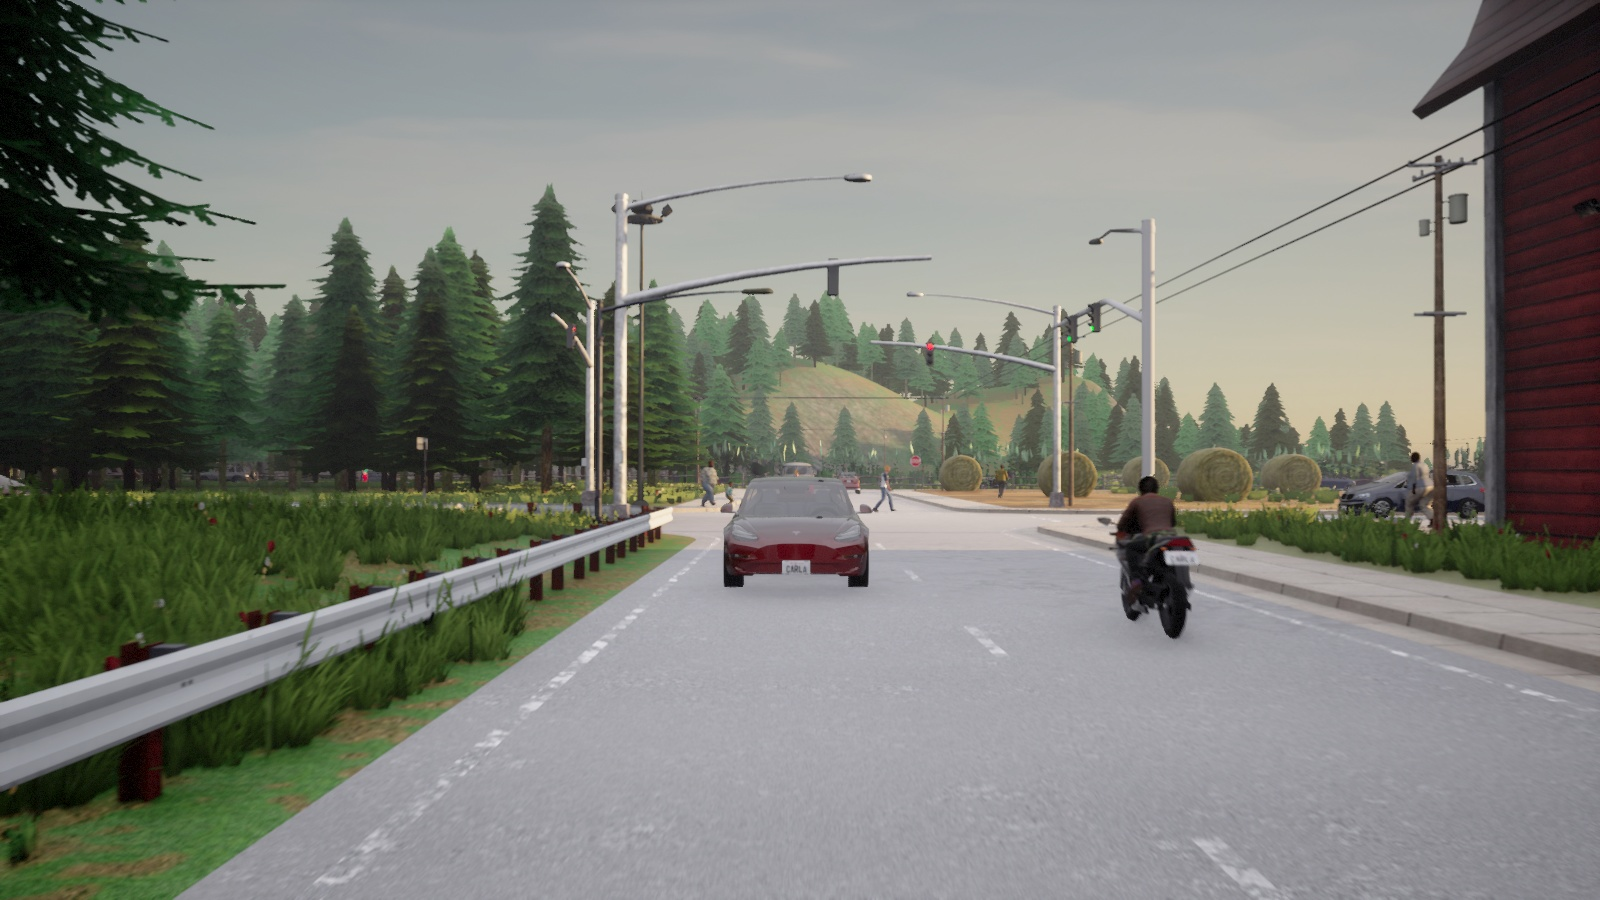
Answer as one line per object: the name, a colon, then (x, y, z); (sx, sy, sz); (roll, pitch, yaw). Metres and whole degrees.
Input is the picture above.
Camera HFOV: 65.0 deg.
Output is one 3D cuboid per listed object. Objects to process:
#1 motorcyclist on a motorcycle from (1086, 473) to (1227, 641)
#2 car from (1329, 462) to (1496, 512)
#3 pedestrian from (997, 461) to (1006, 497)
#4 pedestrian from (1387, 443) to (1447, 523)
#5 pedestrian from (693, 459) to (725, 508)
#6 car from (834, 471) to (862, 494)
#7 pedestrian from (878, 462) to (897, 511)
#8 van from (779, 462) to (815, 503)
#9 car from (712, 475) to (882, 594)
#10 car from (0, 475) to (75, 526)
motorcyclist on a motorcycle: (3.470, 0.991, 12.438); (0.797, 1.523, 2.044); (0, -1, 0)
car: (20.896, 1.264, 42.968); (4.611, 1.667, 2.242); (0, -1, -1)
pedestrian: (10.463, 1.501, 65.180); (0.370, 1.835, 0.726); (-1, -1, 19)
pedestrian: (14.534, 0.763, 29.611); (0.874, 1.855, 0.900); (0, -1, -20)
pedestrian: (-3.490, 1.289, 48.186); (0.874, 1.855, 0.900); (1, -1, -44)
car: (3.290, 2.233, 86.767); (1.789, 1.549, 3.705); (0, -1, 0)
pedestrian: (3.306, 1.381, 47.496); (0.706, 1.836, 0.354); (0, -1, 5)
van: (-0.156, 1.633, 63.828); (1.775, 1.987, 4.442); (0, -1, 0)
car: (-0.047, 1.123, 18.436); (2.163, 1.488, 4.792); (0, -1, 0)
car: (-25.254, 1.533, 38.515); (4.792, 1.488, 2.163); (0, -1, -1)
